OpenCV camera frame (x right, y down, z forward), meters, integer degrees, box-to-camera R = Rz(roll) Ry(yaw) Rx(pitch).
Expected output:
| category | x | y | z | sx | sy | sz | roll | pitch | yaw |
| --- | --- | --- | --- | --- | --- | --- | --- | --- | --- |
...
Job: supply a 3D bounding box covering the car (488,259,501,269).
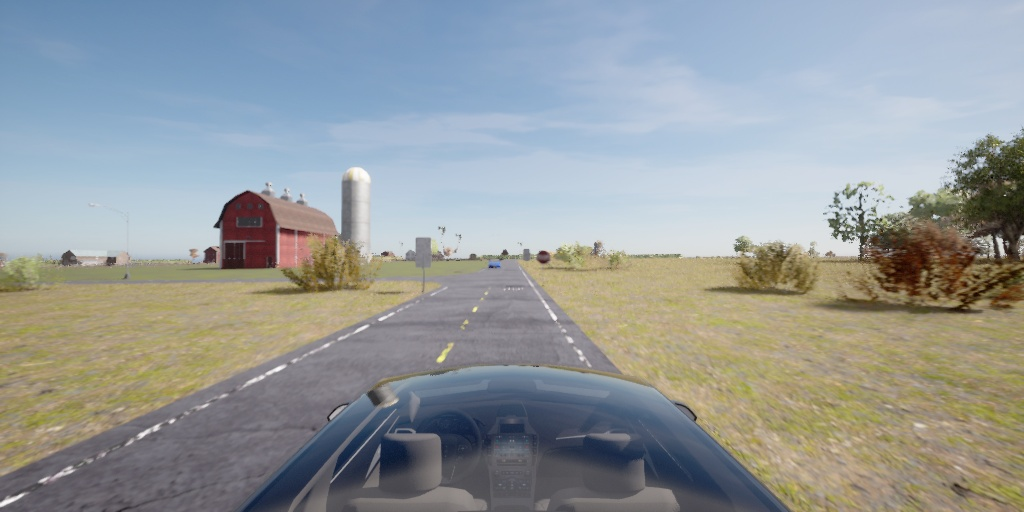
| category | x | y | z | sx | sy | sz | roll | pitch | yaw |
| --- | --- | --- | --- | --- | --- | --- | --- | --- | --- |
| car | -2.752 | 1.284 | 56.551 | 1.882 | 1.535 | 5.008 | 0 | 1 | 0 |
